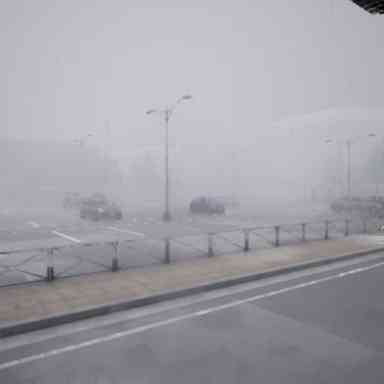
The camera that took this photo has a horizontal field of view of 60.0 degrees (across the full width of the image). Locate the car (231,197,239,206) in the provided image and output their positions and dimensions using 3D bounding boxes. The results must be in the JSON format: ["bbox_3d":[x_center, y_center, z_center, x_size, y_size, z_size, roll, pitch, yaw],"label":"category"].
[{"bbox_3d":[4.693,1.228,46.044,1.970,1.475,3.806,0,0,-36],"label":"car"}]

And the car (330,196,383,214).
[{"bbox_3d":[15.505,1.173,30.828,2.152,1.636,5.027,0,0,-36],"label":"car"}]

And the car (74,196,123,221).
[{"bbox_3d":[-6.716,1.255,24.293,2.007,1.523,4.514,0,0,-36],"label":"car"}]

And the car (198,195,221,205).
[{"bbox_3d":[2.762,1.202,53.805,1.845,1.501,3.633,0,0,-36],"label":"car"}]

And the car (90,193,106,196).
[{"bbox_3d":[-12.382,1.022,43.032,1.932,1.855,4.605,0,0,-36],"label":"car"}]

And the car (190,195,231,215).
[{"bbox_3d":[1.409,1.224,30.111,1.845,1.501,3.633,0,0,-36],"label":"car"}]

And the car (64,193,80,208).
[{"bbox_3d":[-14.496,1.016,40.996,1.905,1.878,3.866,0,0,-36],"label":"car"}]
